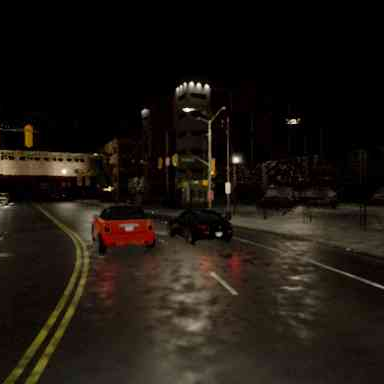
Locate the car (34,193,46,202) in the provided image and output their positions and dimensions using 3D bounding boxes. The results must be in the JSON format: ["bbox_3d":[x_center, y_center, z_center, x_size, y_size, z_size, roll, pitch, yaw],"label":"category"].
[{"bbox_3d":[-36.819,1.255,80.730,2.150,2.045,5.566,0,0,-26],"label":"car"}]

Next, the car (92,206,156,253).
[{"bbox_3d":[-3.025,1.345,14.065,2.097,1.767,4.553,0,0,-21],"label":"car"}]

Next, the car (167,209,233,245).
[{"bbox_3d":[0.258,1.501,15.363,1.812,1.442,4.674,0,0,-21],"label":"car"}]

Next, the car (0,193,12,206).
[{"bbox_3d":[-32.088,1.272,56.120,2.150,2.045,5.566,0,0,-27],"label":"car"}]

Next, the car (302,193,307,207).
[{"bbox_3d":[16.163,1.272,42.419,1.816,1.474,4.193,0,0,-28],"label":"car"}]

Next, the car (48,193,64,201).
[{"bbox_3d":[-33.692,1.554,82.304,2.033,1.411,5.357,0,0,-26],"label":"car"}]

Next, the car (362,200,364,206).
[{"bbox_3d":[25.408,1.394,47.403,1.895,1.301,4.718,0,0,-28],"label":"car"}]

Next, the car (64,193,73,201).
[{"bbox_3d":[-32.193,1.601,86.345,1.895,1.301,4.718,0,0,-28],"label":"car"}]
